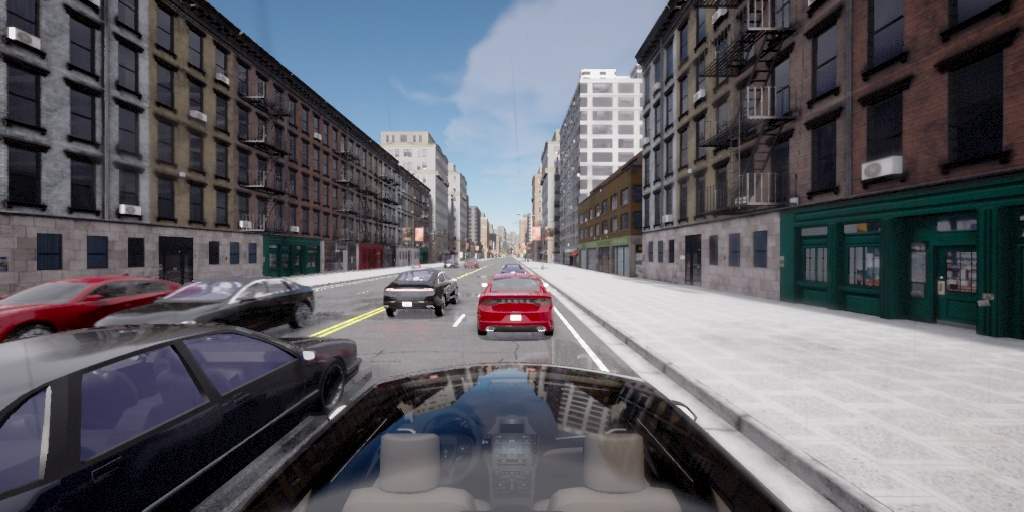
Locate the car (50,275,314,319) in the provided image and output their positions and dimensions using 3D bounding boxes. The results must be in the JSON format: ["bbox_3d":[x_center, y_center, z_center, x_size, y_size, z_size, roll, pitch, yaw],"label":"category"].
[{"bbox_3d":[-6.607,1.241,8.435,2.128,1.511,4.902,0,0,0],"label":"car"}]

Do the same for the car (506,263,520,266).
[{"bbox_3d":[0.082,1.319,30.814,1.994,1.385,4.181,0,0,0],"label":"car"}]

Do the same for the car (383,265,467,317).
[{"bbox_3d":[-3.160,1.241,13.216,2.128,1.511,4.902,0,0,0],"label":"car"}]

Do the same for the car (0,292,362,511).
[{"bbox_3d":[-3.145,1.297,2.893,2.033,1.411,5.357,0,0,0],"label":"car"}]

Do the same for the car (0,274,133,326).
[{"bbox_3d":[-9.856,1.227,8.319,1.882,1.535,5.008,0,0,0],"label":"car"}]

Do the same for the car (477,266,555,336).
[{"bbox_3d":[0.093,1.227,10.475,1.882,1.535,5.008,0,0,0],"label":"car"}]

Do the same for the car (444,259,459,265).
[{"bbox_3d":[-9.798,1.259,57.970,2.128,1.511,4.902,0,0,0],"label":"car"}]

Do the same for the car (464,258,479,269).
[{"bbox_3d":[-6.547,1.117,58.089,2.097,1.767,4.553,0,0,0],"label":"car"}]
